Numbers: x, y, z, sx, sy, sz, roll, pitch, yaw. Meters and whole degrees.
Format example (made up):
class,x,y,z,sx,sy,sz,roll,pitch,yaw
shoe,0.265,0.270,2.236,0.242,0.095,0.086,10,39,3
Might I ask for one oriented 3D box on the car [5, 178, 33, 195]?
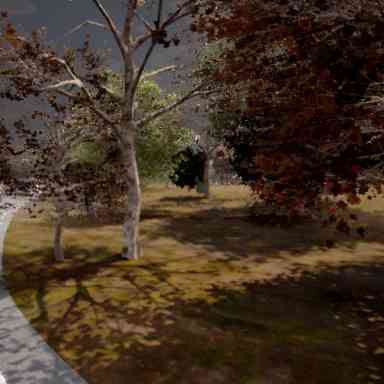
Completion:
class,x,y,z,sx,sy,sz,roll,pitch,yaw
car,-21.281,-0.713,40.624,2.150,2.045,5.566,0,3,-20
